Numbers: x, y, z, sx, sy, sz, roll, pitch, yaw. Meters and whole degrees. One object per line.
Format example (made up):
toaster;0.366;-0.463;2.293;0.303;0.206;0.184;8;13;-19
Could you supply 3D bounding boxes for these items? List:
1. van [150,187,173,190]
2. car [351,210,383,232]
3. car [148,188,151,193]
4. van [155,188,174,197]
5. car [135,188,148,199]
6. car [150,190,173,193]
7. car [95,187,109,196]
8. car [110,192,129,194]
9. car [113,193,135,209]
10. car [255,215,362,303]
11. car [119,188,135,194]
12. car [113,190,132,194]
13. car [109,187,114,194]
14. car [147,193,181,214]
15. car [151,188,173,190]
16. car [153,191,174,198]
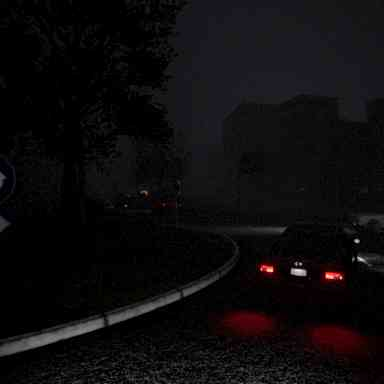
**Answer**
van;-5.646;0.433;66.716;4.442;1.987;1.878;0;1;-6
car;11.472;1.453;18.679;4.718;1.301;1.895;-2;0;9
car;-5.795;0.338;69.459;5.566;2.045;2.435;0;2;-6
van;-6.431;0.142;77.485;4.442;1.987;1.878;0;2;-4
car;-10.744;0.586;70.507;2.128;1.511;4.902;0;2;-5
car;-4.958;0.796;61.253;4.892;1.521;2.231;0;1;-6
car;-23.671;0.084;86.148;2.097;1.535;5.008;0;2;-2
car;-10.903;1.114;50.207;1.994;1.385;4.181;0;1;-11
car;-8.344;1.276;40.475;1.837;1.490;4.892;0;1;-18
car;3.110;1.532;8.416;2.033;1.411;5.357;0;0;27
car;-13.708;0.552;69.974;1.882;1.535;5.008;0;2;-5
car;-12.568;0.869;60.111;2.033;1.411;5.357;0;1;-6
car;-23.815;-0.053;91.638;2.163;1.488;4.792;0;2;0
car;-2.738;1.250;33.817;2.097;1.767;4.553;0;1;-23
car;-5.210;0.602;63.993;4.553;1.767;2.185;0;1;-6
car;-6.335;0.485;74.780;4.674;1.452;2.002;0;2;-4
